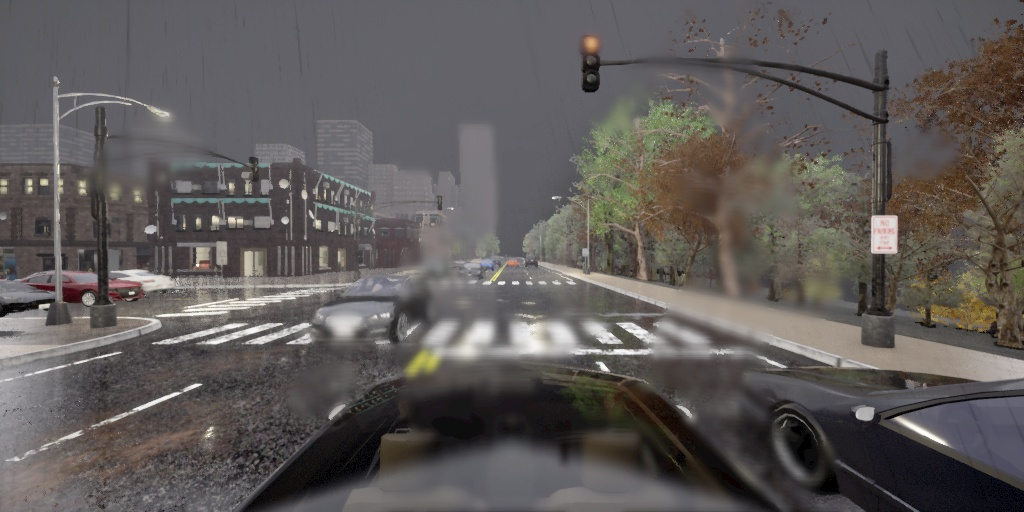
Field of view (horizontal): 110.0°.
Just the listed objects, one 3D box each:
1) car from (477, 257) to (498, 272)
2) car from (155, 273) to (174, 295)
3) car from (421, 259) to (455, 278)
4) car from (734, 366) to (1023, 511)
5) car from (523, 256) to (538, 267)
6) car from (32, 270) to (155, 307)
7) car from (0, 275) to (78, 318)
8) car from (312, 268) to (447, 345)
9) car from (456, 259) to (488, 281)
[{"bbox_3d":[-3.288,1.211,47.072,1.882,1.535,5.008,0,0,0],"label":"car"},{"bbox_3d":[-21.083,1.479,19.427,4.674,1.442,1.812,0,1,1],"label":"car"},{"bbox_3d":[-6.562,1.093,30.895,2.097,1.767,4.553,0,0,0],"label":"car"},{"bbox_3d":[3.350,1.298,1.454,2.033,1.411,5.357,0,0,0],"label":"car"},{"bbox_3d":[3.432,0.948,64.201,2.150,2.045,5.566,0,0,0],"label":"car"},{"bbox_3d":[-19.821,1.448,16.337,5.008,1.535,1.882,-1,1,0],"label":"car"},{"bbox_3d":[-19.932,1.564,13.632,4.313,1.339,1.948,0,0,0],"label":"car"},{"bbox_3d":[-3.340,1.240,9.573,2.128,1.511,4.902,0,0,0],"label":"car"},{"bbox_3d":[-3.313,1.267,30.610,1.812,1.442,4.674,0,0,0],"label":"car"}]
